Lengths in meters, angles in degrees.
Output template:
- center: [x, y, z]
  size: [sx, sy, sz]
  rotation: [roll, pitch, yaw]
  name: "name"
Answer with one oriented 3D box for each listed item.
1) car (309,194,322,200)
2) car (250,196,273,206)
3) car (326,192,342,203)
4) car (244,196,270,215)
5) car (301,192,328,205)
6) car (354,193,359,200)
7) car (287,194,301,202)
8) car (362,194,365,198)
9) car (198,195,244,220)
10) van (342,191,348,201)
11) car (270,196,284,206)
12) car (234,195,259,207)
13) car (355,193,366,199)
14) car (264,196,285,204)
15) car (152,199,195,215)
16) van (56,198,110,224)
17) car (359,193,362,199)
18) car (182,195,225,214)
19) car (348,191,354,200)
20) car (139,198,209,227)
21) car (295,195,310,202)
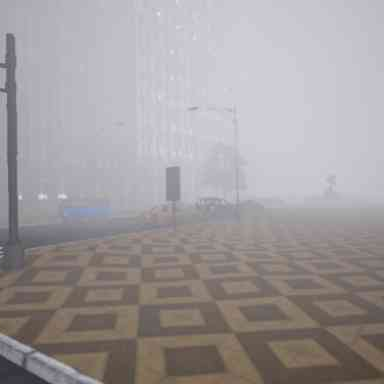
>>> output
- center: [29.867, 1.218, 80.068]
  size: [1.887, 1.381, 4.507]
  rotation: [-2, -1, 34]
  name: "car"
- center: [10.957, 1.363, 52.337]
  size: [1.887, 1.381, 4.507]
  rotation: [-2, -1, 34]
  name: "car"
- center: [23.923, 0.992, 57.081]
  size: [1.967, 1.590, 4.097]
  rotation: [-2, -1, 34]
  name: "car"
- center: [5.034, 1.294, 29.407]
  size: [1.802, 1.307, 4.206]
  rotation: [-2, -1, 34]
  name: "car"
- center: [17.722, 1.127, 47.997]
  size: [1.752, 1.417, 4.829]
  rotation: [-2, -1, 34]
  name: "car"
- center: [33.425, 0.793, 70.879]
  size: [2.192, 1.841, 5.009]
  rotation: [-2, -1, 34]
  name: "car"
- center: [20.410, 1.184, 66.203]
  size: [1.967, 1.590, 4.097]
  rotation: [-2, -1, 34]
  name: "car"
- center: [39.855, 0.957, 80.220]
  size: [1.752, 1.417, 4.829]
  rotation: [-2, -1, 34]
  name: "car"
- center: [1.885, 1.181, 24.794]
  size: [1.967, 1.590, 4.097]
  rotation: [-2, -1, 34]
  name: "car"
- center: [27.095, 0.868, 61.677]
  size: [1.690, 1.788, 3.998]
  rotation: [-2, -1, 34]
  name: "van"
- center: [12.009, 1.341, 49.074]
  size: [1.994, 1.385, 4.181]
  rotation: [-2, -1, 34]
  name: "car"
- center: [7.804, 1.285, 47.716]
  size: [1.967, 1.590, 4.097]
  rotation: [-2, -1, 34]
  name: "car"
- center: [42.906, 0.961, 84.693]
  size: [2.008, 1.369, 4.403]
  rotation: [-2, -1, 34]
  name: "car"
- center: [14.109, 1.344, 56.959]
  size: [2.008, 1.369, 4.403]
  rotation: [-2, -1, 34]
  name: "car"
- center: [-1.744, 1.454, 33.710]
  size: [1.752, 1.417, 4.829]
  rotation: [-1, -1, 34]
  name: "car"
- center: [-7.955, 1.328, 24.608]
  size: [1.690, 1.788, 3.998]
  rotation: [-1, -1, 34]
  name: "van"
- center: [36.614, 1.020, 75.465]
  size: [1.947, 1.339, 4.313]
  rotation: [-2, -1, 34]
  name: "car"
- center: [1.248, 1.202, 33.474]
  size: [2.097, 1.767, 4.553]
  rotation: [-2, -1, 34]
  name: "car"
- center: [30.259, 0.942, 66.279]
  size: [1.967, 1.590, 4.097]
  rotation: [-2, -1, 34]
  name: "car"
- center: [-1.164, 1.295, 20.320]
  size: [1.752, 1.417, 4.829]
  rotation: [-1, -1, 34]
  name: "car"
- center: [23.564, 1.264, 70.825]
  size: [1.887, 1.381, 4.507]
  rotation: [-2, -1, 34]
  name: "car"
